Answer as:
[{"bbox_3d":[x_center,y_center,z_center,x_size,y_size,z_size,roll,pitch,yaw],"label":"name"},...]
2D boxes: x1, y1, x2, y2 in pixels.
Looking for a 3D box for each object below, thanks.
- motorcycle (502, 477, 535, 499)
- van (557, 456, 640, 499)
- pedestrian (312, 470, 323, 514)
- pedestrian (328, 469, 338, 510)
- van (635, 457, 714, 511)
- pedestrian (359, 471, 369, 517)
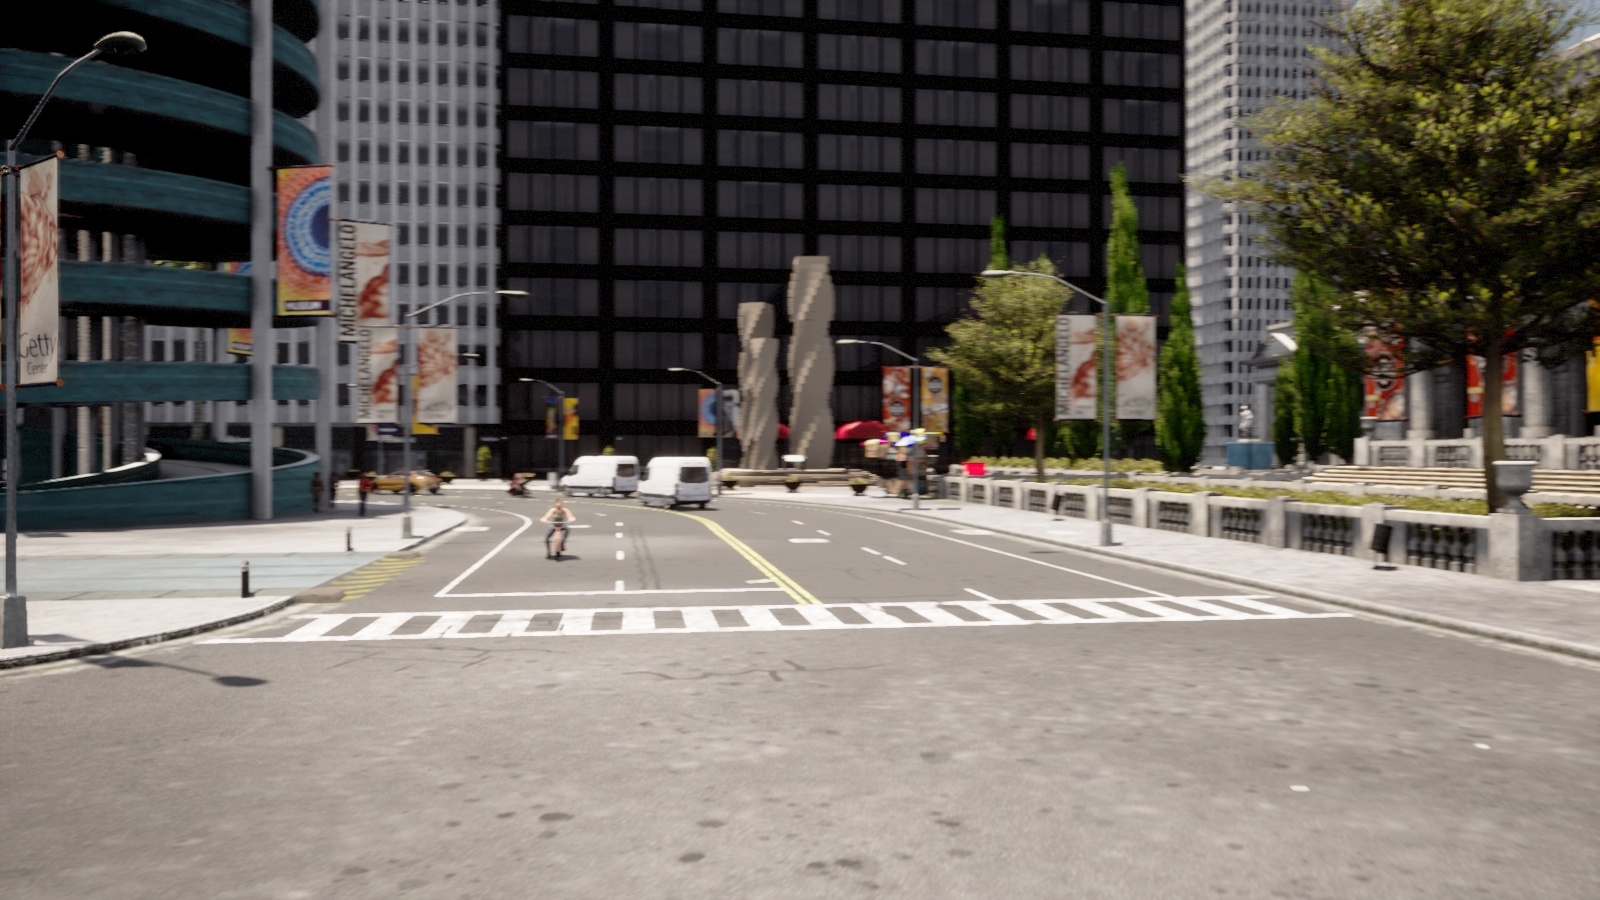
[{"bbox_3d":[-17.352,2.343,70.436,2.209,1.251,0.867,0,0,40],"label":"motorcycle"},{"bbox_3d":[-12.541,1.670,70.836,5.915,2.561,1.988,0,-1,44],"label":"van"},{"bbox_3d":[-20.723,1.800,49.080,0.375,1.860,0.375,0,0,-11],"label":"pedestrian"},{"bbox_3d":[-21.391,1.806,52.376,0.375,1.860,0.375,0,0,-12],"label":"pedestrian"},{"bbox_3d":[-6.390,1.641,57.350,1.988,2.561,5.915,0,0,-27],"label":"van"},{"bbox_3d":[-17.689,1.792,46.322,0.375,1.860,0.375,0,0,-22],"label":"pedestrian"}]
